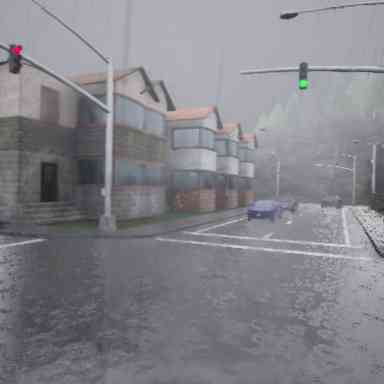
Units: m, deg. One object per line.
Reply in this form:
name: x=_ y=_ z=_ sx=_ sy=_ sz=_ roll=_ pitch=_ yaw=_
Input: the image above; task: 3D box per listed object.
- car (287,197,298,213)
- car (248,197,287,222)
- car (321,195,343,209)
car: x=9.764 y=1.281 z=34.197 sx=2.128 sy=1.511 sz=4.902 roll=2 pitch=1 yaw=24
car: x=5.536 y=1.299 z=24.749 sx=1.882 sy=1.535 sz=5.008 roll=2 pitch=1 yaw=24
car: x=18.341 y=1.208 z=43.464 sx=2.097 sy=1.767 sz=4.553 roll=2 pitch=1 yaw=31
